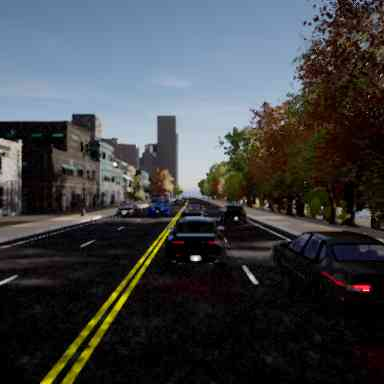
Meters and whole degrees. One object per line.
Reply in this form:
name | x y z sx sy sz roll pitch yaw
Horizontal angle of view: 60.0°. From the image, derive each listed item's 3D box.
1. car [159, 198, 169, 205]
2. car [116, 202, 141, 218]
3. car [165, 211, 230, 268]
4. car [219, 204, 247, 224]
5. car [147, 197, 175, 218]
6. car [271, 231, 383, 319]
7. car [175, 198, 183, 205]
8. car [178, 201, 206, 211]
car | -6.362 2.180 75.630 1.812 1.442 4.674 0 -1 0
car | -6.534 1.819 34.465 2.128 1.511 4.902 0 -1 0
car | 0.111 1.619 11.650 1.837 1.490 4.892 0 -1 0
car | 3.392 1.779 27.841 1.837 1.490 4.892 0 -1 0
car | -3.284 1.557 34.576 2.150 2.045 5.566 0 -1 0
car | 3.348 1.629 7.857 2.033 1.411 5.357 0 -1 0
car | -3.112 2.159 75.625 1.837 1.490 4.892 0 -1 0
car | 0.142 1.761 27.720 2.128 1.511 4.902 0 -1 0
